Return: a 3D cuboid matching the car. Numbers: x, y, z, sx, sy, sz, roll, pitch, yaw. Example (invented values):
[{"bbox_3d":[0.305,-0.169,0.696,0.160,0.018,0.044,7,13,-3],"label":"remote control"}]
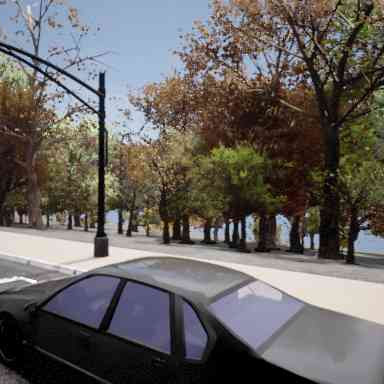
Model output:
[{"bbox_3d":[-0.506,1.552,4.040,5.357,1.411,2.033,0,0,35],"label":"car"}]
